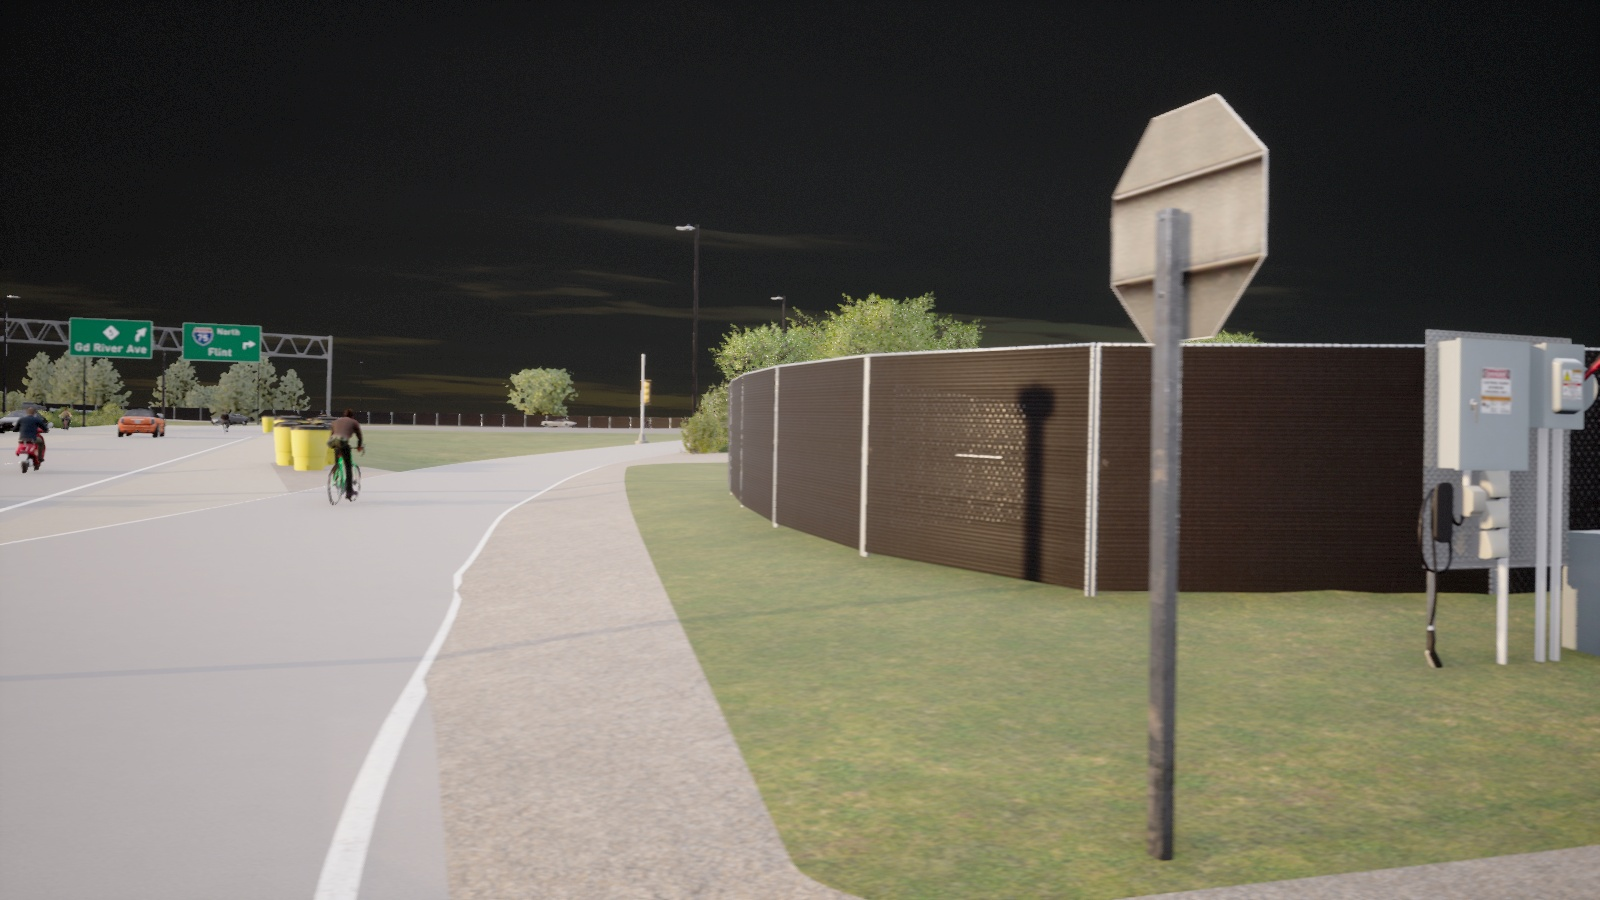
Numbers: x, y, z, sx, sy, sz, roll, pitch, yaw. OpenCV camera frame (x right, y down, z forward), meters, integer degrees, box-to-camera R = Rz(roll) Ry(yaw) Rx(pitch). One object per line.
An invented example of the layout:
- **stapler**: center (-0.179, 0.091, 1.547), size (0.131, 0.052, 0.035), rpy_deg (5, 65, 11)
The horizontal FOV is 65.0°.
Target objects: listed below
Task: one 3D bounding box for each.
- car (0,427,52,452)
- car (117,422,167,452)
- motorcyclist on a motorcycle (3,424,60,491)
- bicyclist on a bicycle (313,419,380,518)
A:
- **car**: center (-47.349, -0.667, 76.622), size (2.033, 1.411, 5.357), rpy_deg (0, 1, -21)
- **car**: center (-39.280, -0.808, 75.048), size (2.097, 1.767, 4.553), rpy_deg (0, 1, -21)
- **motorcyclist on a motorcycle**: center (-18.967, 0.167, 31.024), size (0.866, 1.590, 1.817), rpy_deg (0, 1, -21)
- **bicyclist on a bicycle**: center (-7.712, 0.283, 21.396), size (0.582, 1.620, 1.656), rpy_deg (0, 1, -2)
